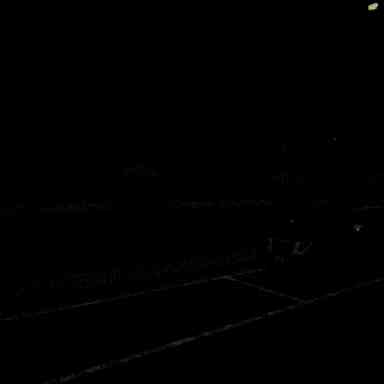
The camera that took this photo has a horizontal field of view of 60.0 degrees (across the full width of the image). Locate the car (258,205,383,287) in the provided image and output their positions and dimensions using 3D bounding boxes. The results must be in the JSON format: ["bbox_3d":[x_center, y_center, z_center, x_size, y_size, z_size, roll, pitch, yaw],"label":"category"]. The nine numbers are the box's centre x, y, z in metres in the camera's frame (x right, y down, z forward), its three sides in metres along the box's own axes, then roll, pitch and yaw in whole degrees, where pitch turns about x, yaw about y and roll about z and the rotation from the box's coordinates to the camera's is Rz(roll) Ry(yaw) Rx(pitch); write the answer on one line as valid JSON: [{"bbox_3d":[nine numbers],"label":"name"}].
[{"bbox_3d":[4.163,1.313,9.503,5.009,1.841,2.192,0,0,-35],"label":"car"}]
